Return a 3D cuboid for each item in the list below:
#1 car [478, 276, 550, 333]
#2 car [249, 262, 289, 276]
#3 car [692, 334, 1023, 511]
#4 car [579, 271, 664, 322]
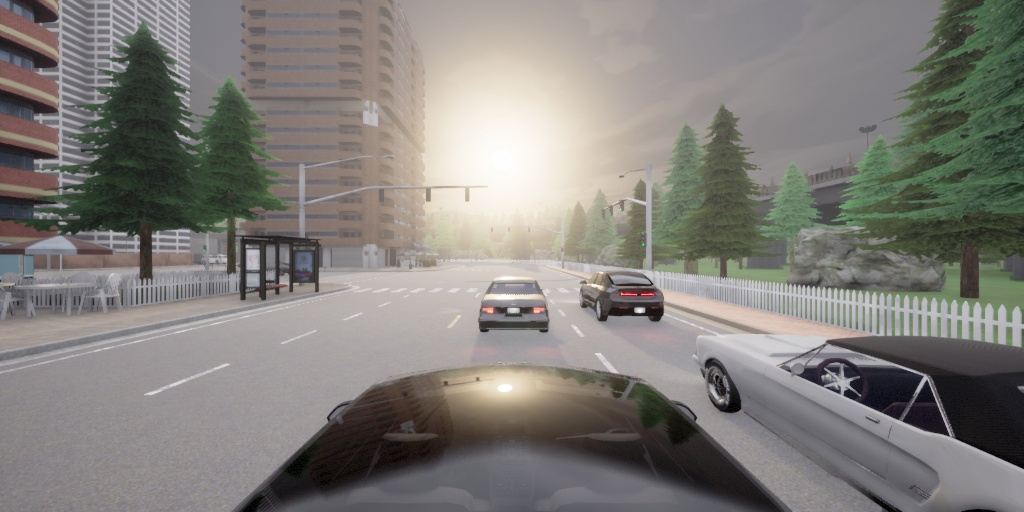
[{"bbox_3d":[0.078,1.297,10.764,2.033,1.411,5.357,0,0,1],"label":"car"},{"bbox_3d":[-25.086,1.331,37.742,4.674,1.442,1.812,0,0,0],"label":"car"},{"bbox_3d":[3.513,1.351,3.090,1.895,1.301,4.718,0,0,1],"label":"car"},{"bbox_3d":[3.565,1.255,12.353,1.837,1.490,4.892,0,0,1],"label":"car"}]
